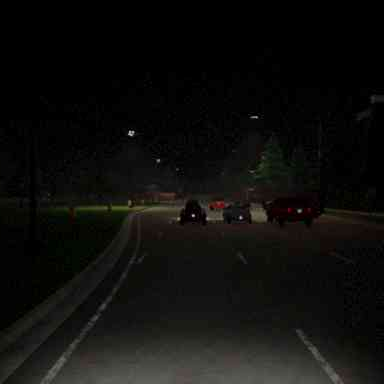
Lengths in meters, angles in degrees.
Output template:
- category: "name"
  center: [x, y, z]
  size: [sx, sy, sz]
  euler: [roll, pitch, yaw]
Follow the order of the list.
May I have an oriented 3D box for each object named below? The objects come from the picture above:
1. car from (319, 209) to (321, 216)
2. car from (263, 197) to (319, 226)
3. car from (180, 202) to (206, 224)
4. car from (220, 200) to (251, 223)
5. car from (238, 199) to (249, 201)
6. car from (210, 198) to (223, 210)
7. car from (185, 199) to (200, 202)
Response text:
- category: "car"
  center: [10.501, 1.772, 31.576]
  size: [1.895, 1.301, 4.718]
  euler: [0, 0, 0]
- category: "car"
  center: [7.100, 1.355, 24.609]
  size: [2.150, 2.045, 5.566]
  euler: [0, 0, 0]
- category: "car"
  center: [0.100, 1.707, 26.291]
  size: [1.994, 1.385, 4.181]
  euler: [0, 0, 0]
- category: "car"
  center: [3.586, 1.671, 26.762]
  size: [1.812, 1.442, 4.674]
  euler: [0, 0, 0]
- category: "car"
  center: [7.091, 1.742, 46.510]
  size: [2.128, 1.511, 4.902]
  euler: [0, 0, 0]
- category: "car"
  center: [3.590, 1.604, 46.610]
  size: [2.097, 1.767, 4.553]
  euler: [0, 0, 0]
- category: "car"
  center: [0.093, 1.738, 48.038]
  size: [1.882, 1.535, 5.008]
  euler: [0, 0, 0]
